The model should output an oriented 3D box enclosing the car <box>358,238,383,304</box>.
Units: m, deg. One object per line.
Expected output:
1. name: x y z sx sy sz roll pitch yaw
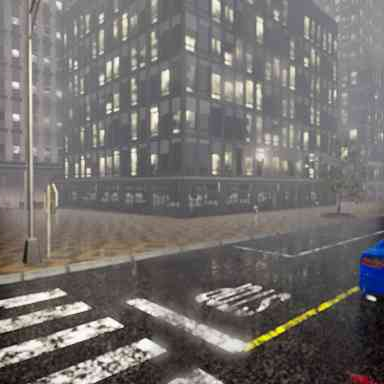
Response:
1. car: 5.251 1.390 6.989 5.008 1.535 1.882 -1 1 -43
